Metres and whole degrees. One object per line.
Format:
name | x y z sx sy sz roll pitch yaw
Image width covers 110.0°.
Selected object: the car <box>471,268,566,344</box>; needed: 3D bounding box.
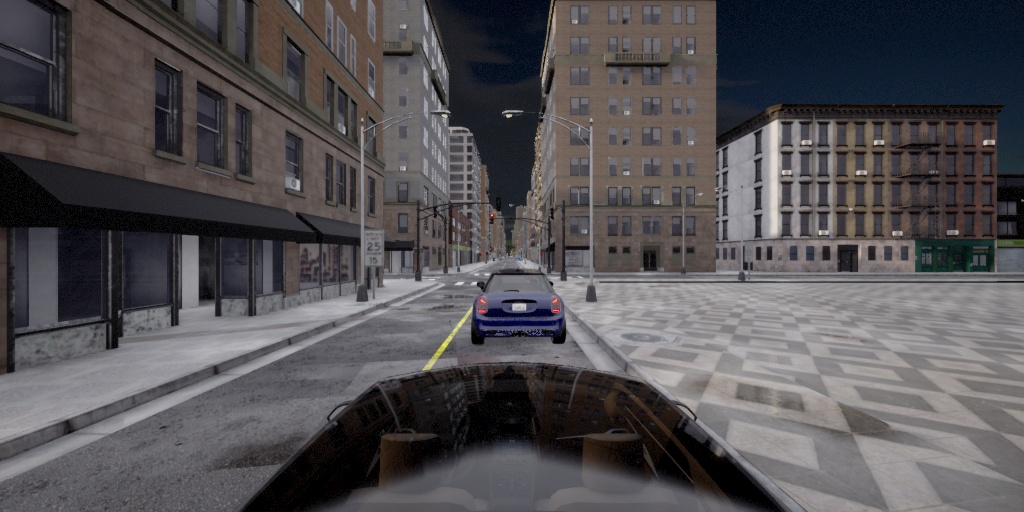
car | 0.100 1.102 9.716 2.097 1.767 4.553 0 0 -1
